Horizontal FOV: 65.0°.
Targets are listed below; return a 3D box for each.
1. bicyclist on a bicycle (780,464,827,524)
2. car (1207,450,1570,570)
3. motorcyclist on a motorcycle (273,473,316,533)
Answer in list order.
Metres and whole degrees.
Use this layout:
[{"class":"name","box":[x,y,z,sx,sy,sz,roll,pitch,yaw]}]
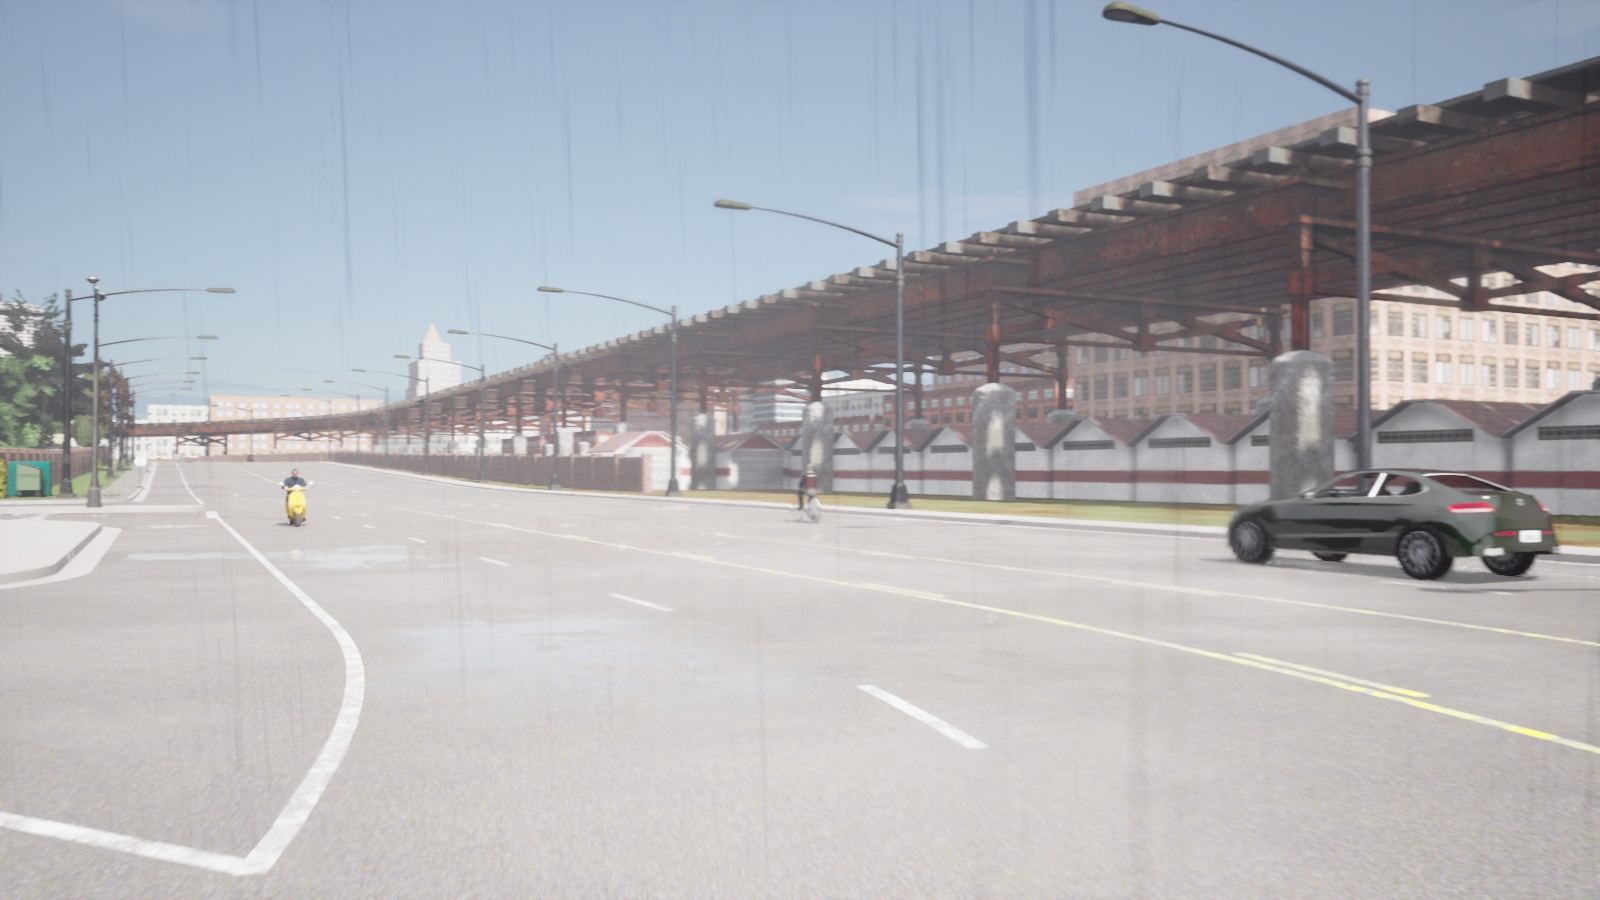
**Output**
[{"class":"bicyclist on a bicycle","box":[0.095,1.322,38.019,0.659,1.776,1.843,0,-1,-27]},{"class":"car","box":[9.184,0.881,20.146,2.152,1.651,5.027,0,-1,-26]},{"class":"motorcyclist on a motorcycle","box":[-13.874,1.420,34.446,0.866,1.590,1.817,0,-1,-29]}]
